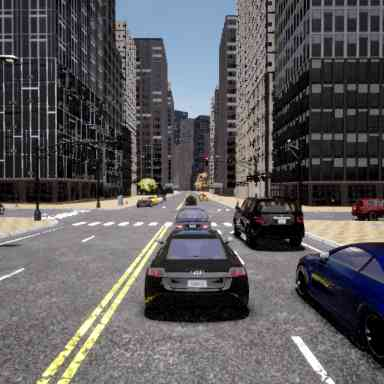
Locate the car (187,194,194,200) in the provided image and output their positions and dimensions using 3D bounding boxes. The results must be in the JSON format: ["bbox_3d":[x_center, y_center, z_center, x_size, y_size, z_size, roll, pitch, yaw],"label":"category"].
[{"bbox_3d":[-0.415,1.387,89.482,1.882,1.535,5.008,0,0,0],"label":"car"}]

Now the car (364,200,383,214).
[{"bbox_3d":[21.643,1.643,36.245,4.829,1.417,1.752,1,0,1],"label":"car"}]

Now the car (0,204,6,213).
[{"bbox_3d":[-19.946,1.345,30.948,4.892,1.490,1.837,1,1,1],"label":"car"}]

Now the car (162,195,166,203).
[{"bbox_3d":[-6.838,1.469,66.565,1.812,1.442,4.674,0,0,0],"label":"car"}]

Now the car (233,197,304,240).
[{"bbox_3d":[3.305,1.213,15.244,2.150,2.045,5.566,0,0,-2],"label":"car"}]

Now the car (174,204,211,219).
[{"bbox_3d":[0.022,1.538,17.014,2.033,1.411,5.357,0,0,0],"label":"car"}]

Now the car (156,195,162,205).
[{"bbox_3d":[-6.847,1.433,57.117,1.882,1.535,5.008,0,0,0],"label":"car"}]

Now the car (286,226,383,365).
[{"bbox_3d":[3.334,1.561,5.823,1.994,1.385,4.181,0,0,-1],"label":"car"}]

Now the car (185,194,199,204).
[{"bbox_3d":[-0.177,1.460,58.281,1.837,1.490,4.892,0,1,0],"label":"car"}]

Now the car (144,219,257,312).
[{"bbox_3d":[0.066,1.560,7.793,1.994,1.385,4.181,0,0,-1],"label":"car"}]

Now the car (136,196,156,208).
[{"bbox_3d":[-6.813,1.529,48.188,1.994,1.385,4.181,0,0,0],"label":"car"}]

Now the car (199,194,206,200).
[{"bbox_3d":[2.837,1.242,89.079,1.837,1.490,4.892,0,0,0],"label":"car"}]

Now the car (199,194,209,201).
[{"bbox_3d":[2.886,1.396,78.661,1.882,1.535,5.008,0,0,0],"label":"car"}]

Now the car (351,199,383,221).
[{"bbox_3d":[16.073,1.520,27.933,5.009,1.841,2.192,1,0,1],"label":"car"}]
